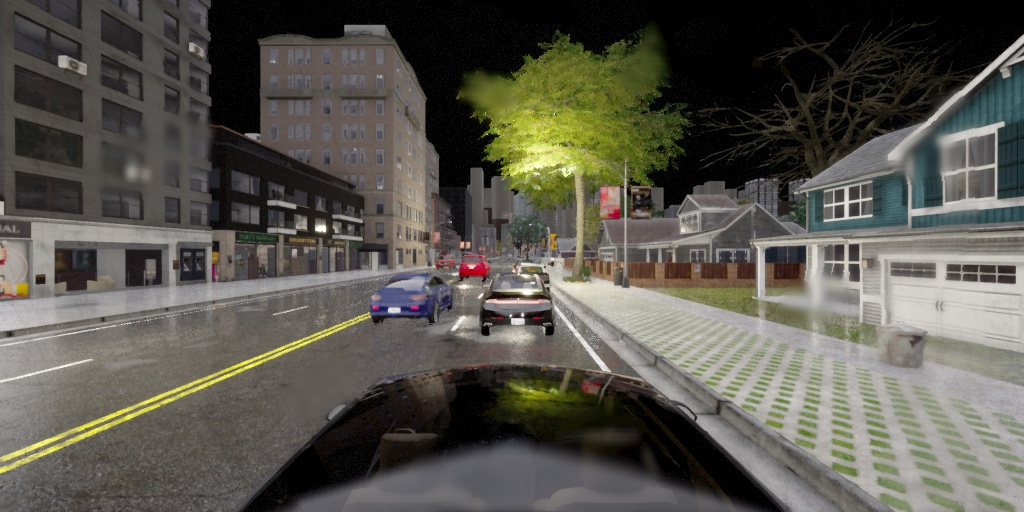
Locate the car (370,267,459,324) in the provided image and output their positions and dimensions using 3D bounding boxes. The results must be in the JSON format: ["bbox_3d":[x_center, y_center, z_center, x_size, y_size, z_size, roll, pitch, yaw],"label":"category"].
[{"bbox_3d":[-3.106,1.272,11.796,1.812,1.442,4.674,0,0,0],"label":"car"}]

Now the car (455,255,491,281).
[{"bbox_3d":[-3.025,0.954,29.807,2.150,2.045,5.566,0,0,0],"label":"car"}]

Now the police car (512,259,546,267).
[{"bbox_3d":[1.059,1.164,20.633,1.930,1.638,5.238,0,0,0],"label":"police car"}]

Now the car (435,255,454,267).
[{"bbox_3d":[-9.620,0.931,52.248,2.150,2.045,5.566,0,0,0],"label":"car"}]

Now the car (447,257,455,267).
[{"bbox_3d":[-6.405,1.207,45.107,2.128,1.511,4.902,0,0,0],"label":"car"}]

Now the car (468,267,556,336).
[{"bbox_3d":[0.138,1.238,10.384,2.128,1.511,4.902,0,0,0],"label":"car"}]
